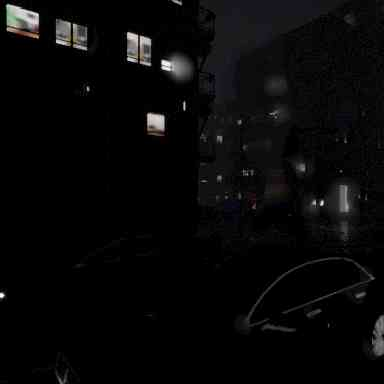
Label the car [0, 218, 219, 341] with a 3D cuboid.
[{"bbox_3d":[-1.535,1.492,6.592,4.902,1.511,2.128,0,0,-36],"label":"car"}]

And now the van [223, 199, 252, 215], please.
[{"bbox_3d":[5.096,1.676,38.095,1.690,1.788,3.998,-1,0,-36],"label":"van"}]

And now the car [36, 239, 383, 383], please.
[{"bbox_3d":[0.849,1.505,4.300,4.892,1.490,1.837,0,0,-36],"label":"car"}]

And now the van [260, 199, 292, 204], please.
[{"bbox_3d":[8.424,1.602,33.589,1.690,1.788,3.998,-1,0,-36],"label":"van"}]

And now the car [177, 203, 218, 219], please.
[{"bbox_3d":[0.483,1.881,34.646,1.812,1.442,4.674,0,-1,-37],"label":"car"}]

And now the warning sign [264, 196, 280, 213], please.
[{"bbox_3d":[8.906,1.400,36.979,1.300,1.860,1.060,1,0,-36],"label":"warning sign"}]

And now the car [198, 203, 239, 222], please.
[{"bbox_3d":[1.699,1.874,28.653,1.802,1.307,4.206,-1,0,-36],"label":"car"}]

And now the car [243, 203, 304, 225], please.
[{"bbox_3d":[6.486,1.824,26.511,1.895,1.301,4.718,0,-1,-37],"label":"car"}]
